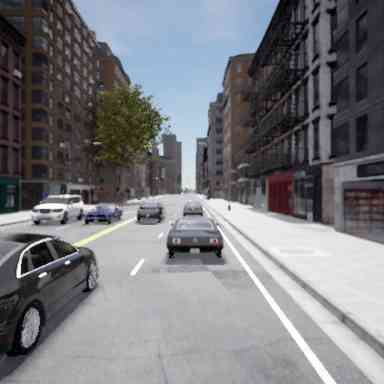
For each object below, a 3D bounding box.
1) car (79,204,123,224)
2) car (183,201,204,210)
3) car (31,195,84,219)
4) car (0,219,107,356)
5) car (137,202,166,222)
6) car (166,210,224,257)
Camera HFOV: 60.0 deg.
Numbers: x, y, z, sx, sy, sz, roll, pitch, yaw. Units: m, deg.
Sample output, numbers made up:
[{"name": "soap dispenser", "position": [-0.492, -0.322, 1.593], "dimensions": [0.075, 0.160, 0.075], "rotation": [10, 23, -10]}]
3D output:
[{"name": "car", "position": [-6.493, 1.657, 24.711], "dimensions": [1.895, 1.301, 4.718], "rotation": [0, 0, 0]}, {"name": "car", "position": [0.108, 1.551, 30.595], "dimensions": [2.033, 1.411, 5.357], "rotation": [0, 0, 0]}, {"name": "car", "position": [-9.743, 1.244, 24.705], "dimensions": [2.150, 2.045, 5.566], "rotation": [0, 0, 0]}, {"name": "car", "position": [-3.148, 1.503, 6.022], "dimensions": [1.837, 1.490, 4.892], "rotation": [0, 0, 0]}, {"name": "car", "position": [-3.143, 1.493, 26.195], "dimensions": [2.128, 1.511, 4.902], "rotation": [0, 0, 0]}, {"name": "car", "position": [0.102, 1.599, 12.878], "dimensions": [1.895, 1.301, 4.718], "rotation": [0, 0, 0]}]
